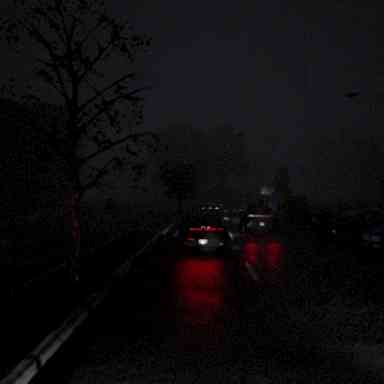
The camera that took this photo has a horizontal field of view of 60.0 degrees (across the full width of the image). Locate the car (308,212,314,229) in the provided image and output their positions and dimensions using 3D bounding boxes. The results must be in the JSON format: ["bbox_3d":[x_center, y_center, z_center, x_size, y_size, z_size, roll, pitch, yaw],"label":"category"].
[{"bbox_3d":[8.657,1.516,18.022,4.792,1.488,2.163,1,0,-16],"label":"car"}]

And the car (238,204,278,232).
[{"bbox_3d":[3.852,1.480,19.918,2.128,1.511,4.902,0,0,4],"label":"car"}]

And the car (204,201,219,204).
[{"bbox_3d":[1.893,1.537,32.444,2.033,1.411,5.357,0,0,6],"label":"car"}]

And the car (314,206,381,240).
[{"bbox_3d":[8.455,1.482,15.062,4.892,1.521,2.231,1,0,-17],"label":"car"}]

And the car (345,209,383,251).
[{"bbox_3d":[8.327,1.519,12.106,4.674,1.452,2.002,1,0,-17],"label":"car"}]

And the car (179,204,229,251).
[{"bbox_3d":[0.504,1.480,14.061,1.837,1.490,4.892,0,0,3],"label":"car"}]
